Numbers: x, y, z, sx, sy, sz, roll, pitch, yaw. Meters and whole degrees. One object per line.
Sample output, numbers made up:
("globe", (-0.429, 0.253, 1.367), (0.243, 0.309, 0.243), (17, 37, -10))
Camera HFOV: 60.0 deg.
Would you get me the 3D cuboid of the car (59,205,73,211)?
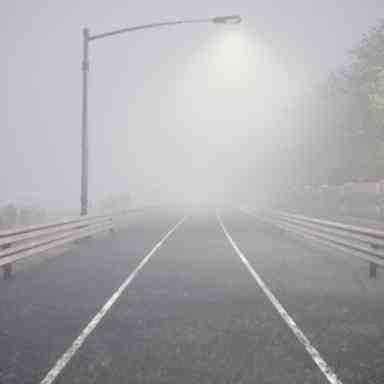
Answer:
("car", (-31.649, 4.095, 84.506), (2.128, 1.511, 4.902), (1, 3, 18))
